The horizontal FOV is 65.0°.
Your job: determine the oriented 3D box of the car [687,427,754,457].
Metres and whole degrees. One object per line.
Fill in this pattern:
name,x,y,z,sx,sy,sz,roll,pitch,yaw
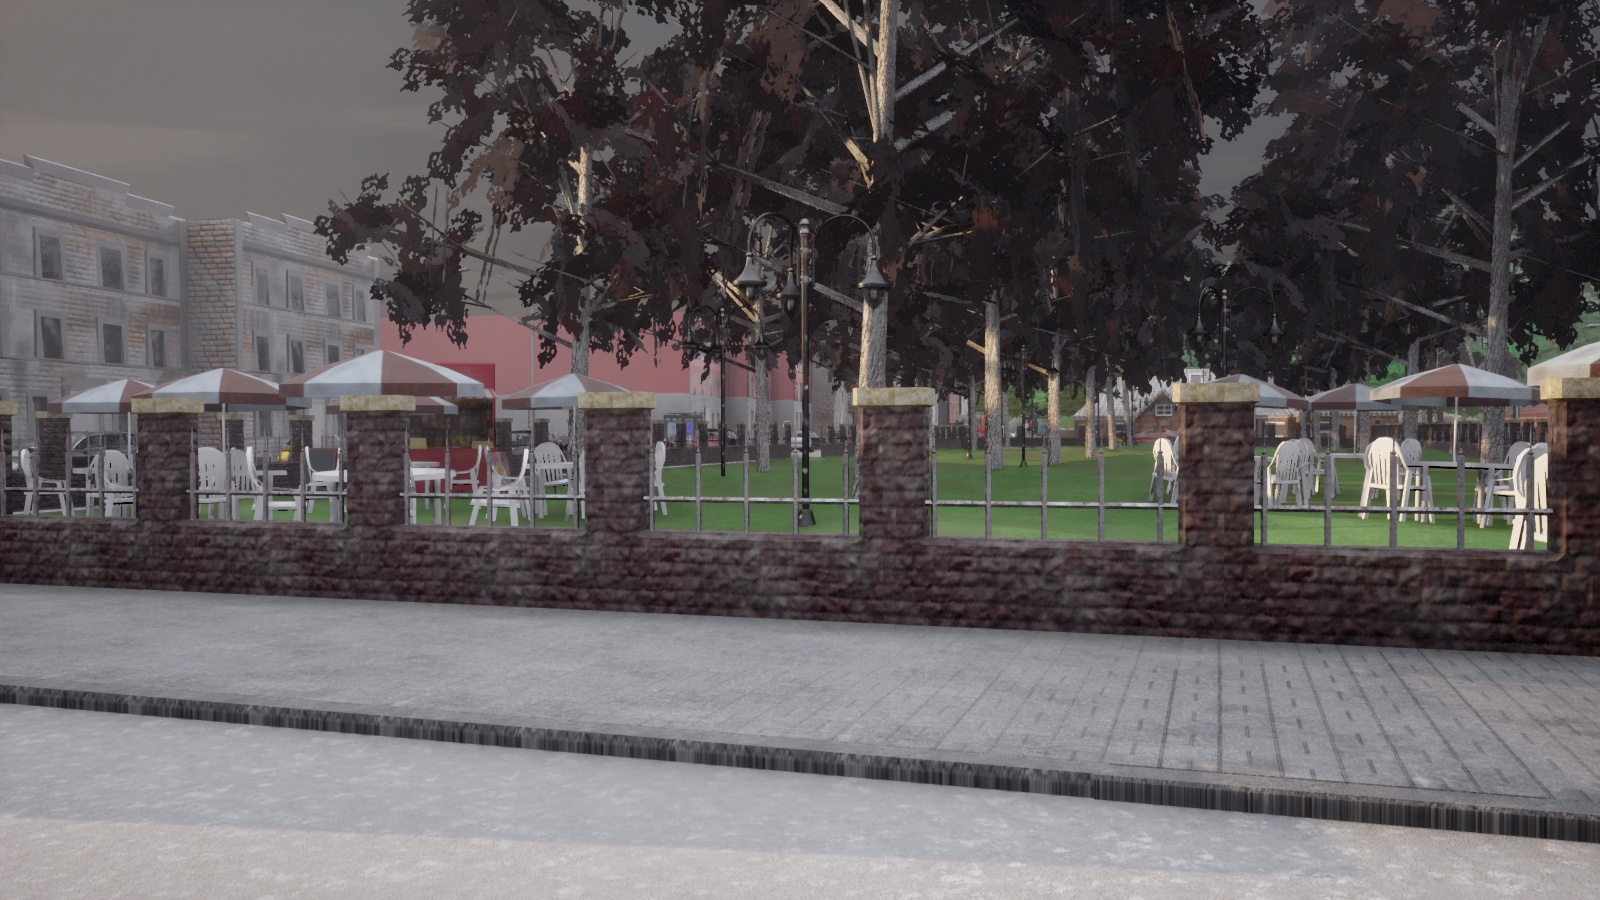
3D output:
car,-4.545,-0.503,72.242,2.242,1.667,4.611,1,1,19

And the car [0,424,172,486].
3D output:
car,-20.779,0.100,36.110,2.033,1.649,4.856,1,1,18

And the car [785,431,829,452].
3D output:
car,0.499,-0.605,87.355,1.970,1.475,3.806,1,1,19

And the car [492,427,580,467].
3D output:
car,-11.033,-0.162,52.759,1.851,1.617,3.988,1,1,18
